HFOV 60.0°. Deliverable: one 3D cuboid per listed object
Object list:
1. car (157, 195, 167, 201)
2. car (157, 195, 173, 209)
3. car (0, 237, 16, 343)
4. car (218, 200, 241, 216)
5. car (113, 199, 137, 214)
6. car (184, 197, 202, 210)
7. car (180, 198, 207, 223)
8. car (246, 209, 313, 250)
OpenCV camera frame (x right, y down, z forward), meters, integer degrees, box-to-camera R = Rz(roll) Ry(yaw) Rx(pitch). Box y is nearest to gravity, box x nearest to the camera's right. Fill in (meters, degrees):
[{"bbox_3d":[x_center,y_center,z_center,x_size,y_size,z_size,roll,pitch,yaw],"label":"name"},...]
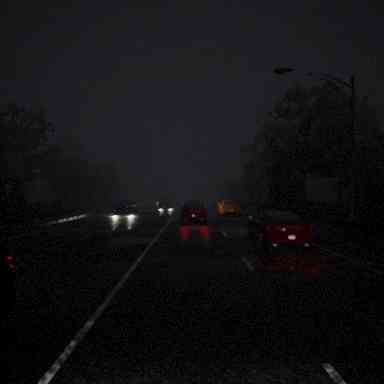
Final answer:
[{"bbox_3d":[-6.920,1.357,76.126,1.812,1.442,4.674,0,0,1],"label":"car"},{"bbox_3d":[-3.589,1.551,46.723,2.033,1.411,5.357,0,0,0],"label":"car"},{"bbox_3d":[-3.601,1.222,2.526,2.150,2.045,5.566,0,0,0],"label":"car"},{"bbox_3d":[3.595,1.480,32.627,1.882,1.535,5.008,0,0,0],"label":"car"},{"bbox_3d":[-7.099,1.480,35.621,1.882,1.535,5.008,0,0,0],"label":"car"},{"bbox_3d":[0.094,1.494,42.975,2.128,1.511,4.902,0,0,0],"label":"car"},{"bbox_3d":[0.097,1.479,25.540,1.882,1.535,5.008,0,0,0],"label":"car"},{"bbox_3d":[3.597,1.479,14.449,1.882,1.535,5.008,0,0,0],"label":"car"}]
